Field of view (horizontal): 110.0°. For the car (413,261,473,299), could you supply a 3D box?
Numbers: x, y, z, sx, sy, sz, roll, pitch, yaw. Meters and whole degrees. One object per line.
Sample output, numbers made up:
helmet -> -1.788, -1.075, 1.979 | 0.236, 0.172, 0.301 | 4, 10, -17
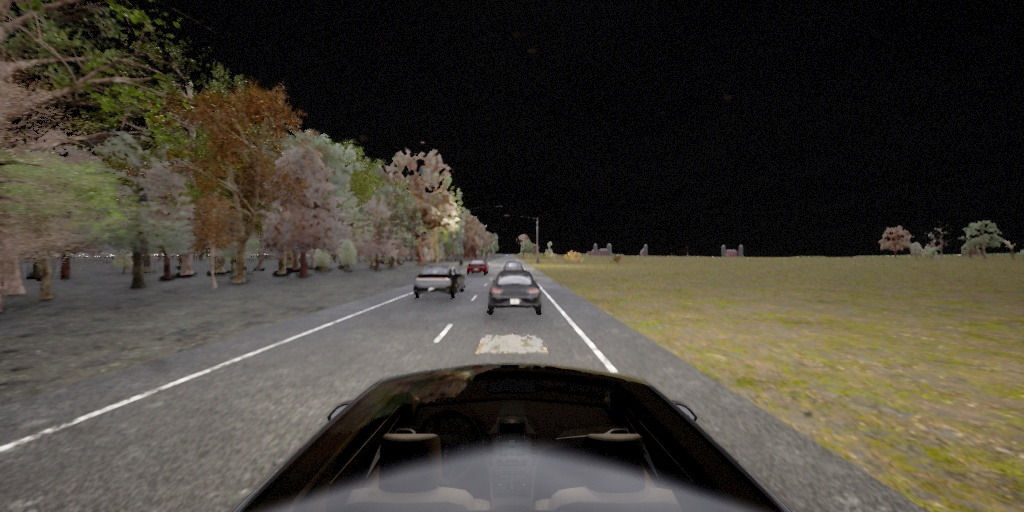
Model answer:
car -> -3.395, 1.178, 17.483 | 2.128, 1.511, 4.902 | 0, 0, 0

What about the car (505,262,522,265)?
car -> 0.110, 1.181, 30.780 | 2.033, 1.411, 5.357 | 0, 0, 0

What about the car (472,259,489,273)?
car -> -3.388, 1.089, 36.439 | 1.882, 1.535, 5.008 | 0, 0, 0

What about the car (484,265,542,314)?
car -> 0.098, 1.228, 13.440 | 1.812, 1.442, 4.674 | 0, 0, 0
